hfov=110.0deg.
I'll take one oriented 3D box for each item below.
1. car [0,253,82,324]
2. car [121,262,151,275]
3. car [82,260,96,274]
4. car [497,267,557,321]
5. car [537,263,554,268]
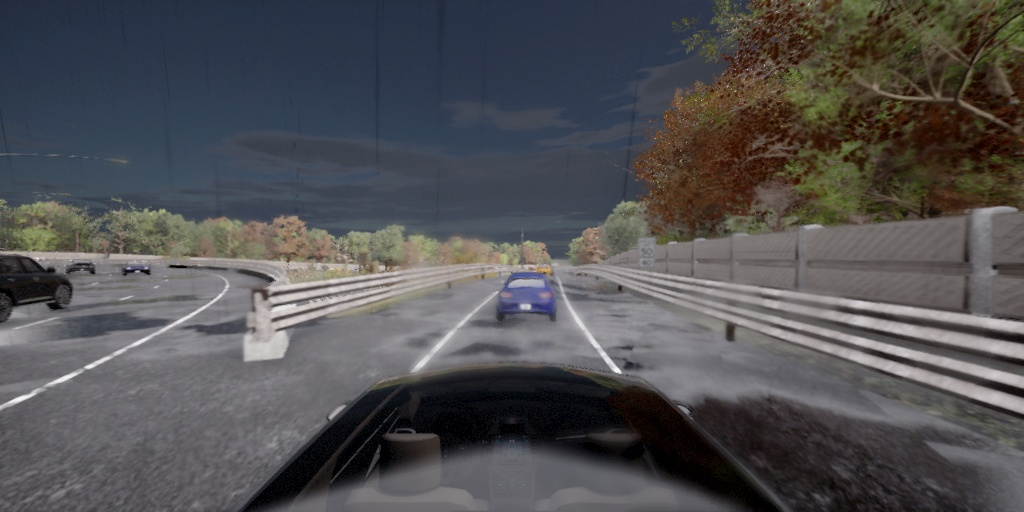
[{"bbox_3d":[-16.250,0.928,10.983,2.150,2.045,5.566,0,0,-31],"label":"car"},{"bbox_3d":[-38.444,1.244,36.650,4.718,1.301,1.895,0,0,41],"label":"car"},{"bbox_3d":[-44.904,1.132,37.343,4.892,1.490,1.837,0,0,38],"label":"car"},{"bbox_3d":[0.545,1.273,12.400,1.812,1.442,4.674,0,0,4],"label":"car"},{"bbox_3d":[3.984,1.751,44.910,1.882,1.535,5.008,0,-2,7],"label":"car"}]
